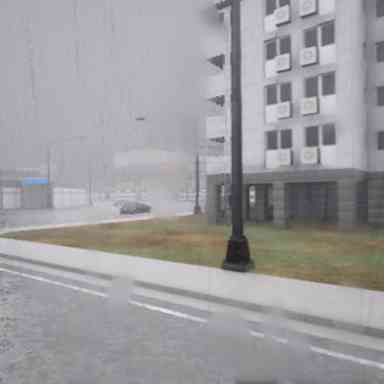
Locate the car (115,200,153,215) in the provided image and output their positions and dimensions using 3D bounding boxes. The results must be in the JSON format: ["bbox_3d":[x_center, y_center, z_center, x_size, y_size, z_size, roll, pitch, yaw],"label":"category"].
[{"bbox_3d":[-6.256,1.852,37.667,1.994,1.385,4.181,-1,0,30],"label":"car"}]

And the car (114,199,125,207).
[{"bbox_3d":[-13.058,2.082,61.930,1.994,1.385,4.181,-1,0,5],"label":"car"}]
